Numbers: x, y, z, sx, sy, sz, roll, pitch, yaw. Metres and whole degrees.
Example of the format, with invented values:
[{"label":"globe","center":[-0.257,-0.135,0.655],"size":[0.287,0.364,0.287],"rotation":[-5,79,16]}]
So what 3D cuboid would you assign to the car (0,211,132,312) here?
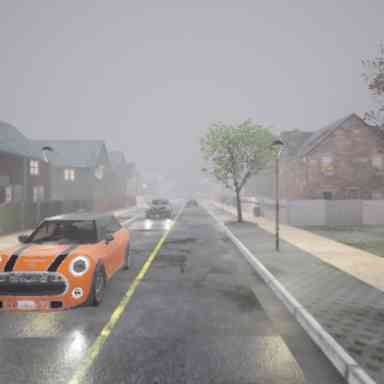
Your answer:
[{"label":"car","center":[-2.826,1.337,7.938],"size":[2.097,1.767,4.553],"rotation":[0,0,0]}]

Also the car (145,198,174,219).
[{"label":"car","center":[-2.759,1.345,28.992],"size":[2.097,1.767,4.553],"rotation":[0,0,0]}]

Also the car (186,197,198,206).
[{"label":"car","center":[0.009,1.595,59.110],"size":[2.128,1.511,4.902],"rotation":[0,0,0]}]

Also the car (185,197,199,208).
[{"label":"car","center":[0.009,1.547,48.860],"size":[2.128,1.511,4.902],"rotation":[0,0,0]}]
